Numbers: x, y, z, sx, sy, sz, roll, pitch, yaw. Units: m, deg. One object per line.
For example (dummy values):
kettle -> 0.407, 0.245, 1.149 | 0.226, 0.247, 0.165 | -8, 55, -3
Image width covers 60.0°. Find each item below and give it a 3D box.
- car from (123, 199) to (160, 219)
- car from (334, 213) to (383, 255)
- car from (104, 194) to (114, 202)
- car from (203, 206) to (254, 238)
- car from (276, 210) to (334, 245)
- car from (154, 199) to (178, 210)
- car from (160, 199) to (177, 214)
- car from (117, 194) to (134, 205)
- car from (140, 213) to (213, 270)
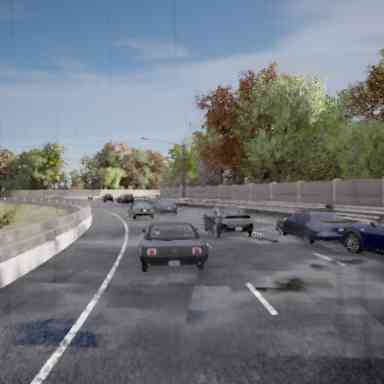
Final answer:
car -> -4.708, 1.628, 30.239 | 2.033, 1.411, 5.357 | 0, 0, -18
car -> 7.132, 1.345, 10.910 | 2.097, 1.767, 4.553 | 0, 0, -13
car -> -20.551, 1.478, 82.220 | 2.150, 2.045, 5.566 | 0, 0, -12
car -> 1.803, 1.520, 17.909 | 2.128, 1.511, 4.902 | 0, 0, -9
car -> 5.677, 1.555, 15.649 | 2.033, 1.411, 5.357 | 0, 0, -6
car -> -3.707, 1.674, 46.601 | 1.994, 1.385, 4.181 | 0, 0, -25
car -> -3.033, 1.650, 36.002 | 1.994, 1.385, 4.181 | 0, 0, -20
car -> -12.921, 1.406, 64.587 | 2.150, 2.045, 5.566 | 0, 0, -28
car -> -0.722, 1.626, 11.107 | 1.895, 1.301, 4.718 | 0, 0, -7
